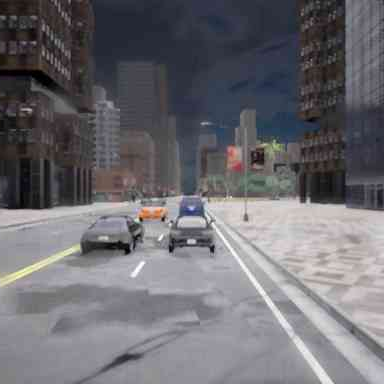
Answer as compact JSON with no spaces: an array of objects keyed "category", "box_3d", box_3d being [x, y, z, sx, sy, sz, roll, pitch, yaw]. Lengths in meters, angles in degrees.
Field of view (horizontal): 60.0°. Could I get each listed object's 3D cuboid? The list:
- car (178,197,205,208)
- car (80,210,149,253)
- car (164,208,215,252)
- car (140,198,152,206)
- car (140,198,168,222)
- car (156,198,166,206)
[{"category":"car","box_3d":[-0.019,1.452,29.027,2.150,2.045,5.566,0,0,0]},{"category":"car","box_3d":[-3.259,1.684,14.289,1.994,1.385,4.181,0,0,0]},{"category":"car","box_3d":[-0.006,1.647,14.385,1.812,1.442,4.674,0,0,0]},{"category":"car","box_3d":[-9.796,2.062,70.759,1.837,1.490,4.892,0,0,0]},{"category":"car","box_3d":[-3.269,1.586,29.078,2.097,1.767,4.553,0,-1,0]},{"category":"car","box_3d":[-6.546,2.062,70.761,1.837,1.490,4.892,0,0,0]}]
